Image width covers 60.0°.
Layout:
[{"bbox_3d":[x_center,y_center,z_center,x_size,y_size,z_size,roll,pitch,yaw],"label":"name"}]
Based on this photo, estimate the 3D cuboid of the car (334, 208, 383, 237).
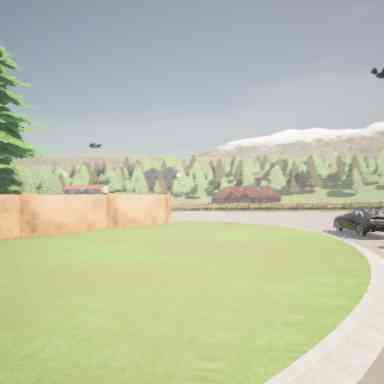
[{"bbox_3d":[10.113,1.713,19.623,2.128,1.511,4.902,-1,-1,0],"label":"car"}]
